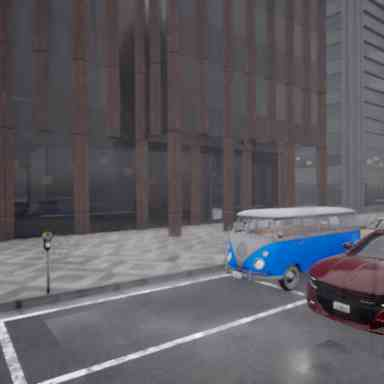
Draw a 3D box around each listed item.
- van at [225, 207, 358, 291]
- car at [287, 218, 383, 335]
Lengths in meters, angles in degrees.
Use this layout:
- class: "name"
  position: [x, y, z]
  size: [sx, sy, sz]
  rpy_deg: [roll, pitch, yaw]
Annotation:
- class: "van"
  position: [2.705, 1.295, 8.585]
  size: [3.998, 1.788, 1.690]
  rpy_deg: [0, 0, -36]
- class: "car"
  position: [4.266, 1.432, 6.424]
  size: [5.008, 1.535, 1.882]
  rpy_deg: [0, 0, -36]
